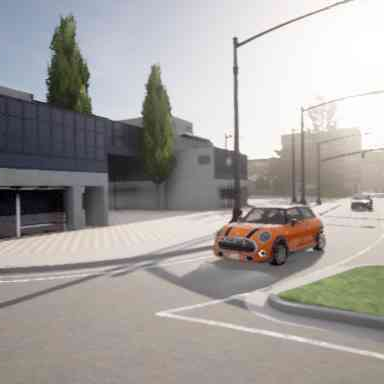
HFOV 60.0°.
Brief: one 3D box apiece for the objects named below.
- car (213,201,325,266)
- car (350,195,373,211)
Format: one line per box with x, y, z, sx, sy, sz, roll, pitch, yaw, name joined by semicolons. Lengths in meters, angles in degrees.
2.712;1.226;11.206;2.097;1.767;4.553;0;0;42;car
17.157;1.055;33.591;2.033;1.411;5.357;-1;0;30;car
